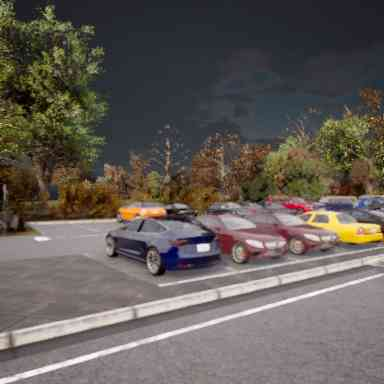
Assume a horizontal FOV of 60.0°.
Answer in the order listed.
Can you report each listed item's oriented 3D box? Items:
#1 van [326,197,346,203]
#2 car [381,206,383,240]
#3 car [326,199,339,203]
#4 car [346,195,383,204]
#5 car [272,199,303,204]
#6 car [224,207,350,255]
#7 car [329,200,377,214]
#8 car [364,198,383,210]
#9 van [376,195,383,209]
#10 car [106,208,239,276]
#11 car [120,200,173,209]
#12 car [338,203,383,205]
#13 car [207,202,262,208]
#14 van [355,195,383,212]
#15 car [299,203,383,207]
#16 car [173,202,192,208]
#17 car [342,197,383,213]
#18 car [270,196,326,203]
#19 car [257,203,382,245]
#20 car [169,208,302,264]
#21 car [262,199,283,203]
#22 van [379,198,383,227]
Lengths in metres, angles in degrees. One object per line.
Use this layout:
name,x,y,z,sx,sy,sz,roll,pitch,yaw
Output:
van,17.162,1.512,38.454,1.878,1.987,4.442,0,0,-35
car,7.802,1.321,9.250,5.566,2.045,2.150,1,0,-35
car,12.372,1.738,35.218,2.097,1.535,5.008,1,-1,-35
car,12.840,1.391,20.133,2.435,2.045,5.566,1,0,-35
car,7.760,1.704,31.938,2.163,1.488,4.792,1,0,-35
car,3.583,1.548,13.642,2.002,1.452,4.674,1,0,-35
car,19.387,1.751,40.206,2.163,1.488,4.792,-1,0,-35
car,26.324,1.674,45.064,2.231,1.521,4.892,0,0,-35
van,28.569,1.431,46.780,1.878,1.987,4.442,0,0,-35
car,-1.051,1.471,10.407,2.163,1.488,4.792,1,0,-35
car,-3.674,1.383,23.876,2.185,1.767,4.553,1,0,-35
car,10.509,1.609,18.530,2.097,1.535,5.008,1,0,-35
car,3.226,1.610,28.786,2.231,1.521,4.892,1,-1,-35
van,23.950,1.463,43.527,1.878,1.987,4.442,0,0,-35
car,8.207,1.575,16.894,2.097,1.535,5.008,1,0,-35
car,-1.485,1.540,25.452,2.097,1.535,5.008,1,0,-35
car,21.627,1.581,41.708,2.185,1.767,4.553,0,0,-35
car,10.070,1.457,33.568,2.435,2.045,5.566,1,-1,-35
car,5.787,1.539,15.421,1.946,1.575,5.366,1,0,-35
car,1.274,1.515,12.014,2.002,1.452,4.674,1,0,-35
car,5.452,1.671,30.311,2.163,1.488,4.792,1,0,-35
van,15.065,1.450,21.879,1.878,1.987,4.442,1,0,-35
